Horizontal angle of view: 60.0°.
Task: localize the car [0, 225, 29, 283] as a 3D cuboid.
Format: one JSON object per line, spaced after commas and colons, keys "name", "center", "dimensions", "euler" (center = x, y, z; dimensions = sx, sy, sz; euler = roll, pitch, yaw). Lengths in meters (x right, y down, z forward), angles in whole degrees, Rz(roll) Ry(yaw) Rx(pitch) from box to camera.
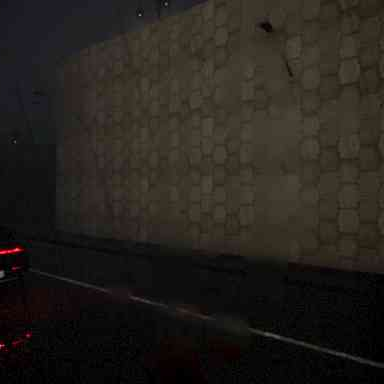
{"name": "car", "center": [-5.938, 1.432, 8.239], "dimensions": [4.892, 1.490, 1.837], "euler": [1, 0, 36]}
